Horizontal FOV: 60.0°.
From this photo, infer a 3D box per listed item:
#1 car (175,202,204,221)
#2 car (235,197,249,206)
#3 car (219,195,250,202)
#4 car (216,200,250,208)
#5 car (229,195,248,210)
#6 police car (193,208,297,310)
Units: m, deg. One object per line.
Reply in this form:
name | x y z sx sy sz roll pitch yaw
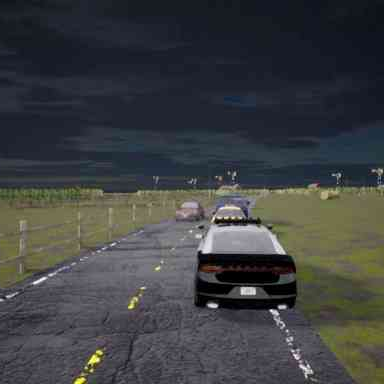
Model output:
car | -0.089 1.505 26.622 1.812 1.442 4.674 0 0 10
car | 8.113 1.506 53.613 1.994 1.385 4.181 0 0 12
car | 2.913 1.206 23.621 2.150 2.045 5.566 0 0 10
car | 2.047 1.443 17.937 1.801 1.575 5.366 0 0 7
car | 6.186 1.308 43.871 2.097 1.767 4.553 0 0 12
police car | 1.086 1.423 8.056 1.930 1.638 5.238 0 0 4
